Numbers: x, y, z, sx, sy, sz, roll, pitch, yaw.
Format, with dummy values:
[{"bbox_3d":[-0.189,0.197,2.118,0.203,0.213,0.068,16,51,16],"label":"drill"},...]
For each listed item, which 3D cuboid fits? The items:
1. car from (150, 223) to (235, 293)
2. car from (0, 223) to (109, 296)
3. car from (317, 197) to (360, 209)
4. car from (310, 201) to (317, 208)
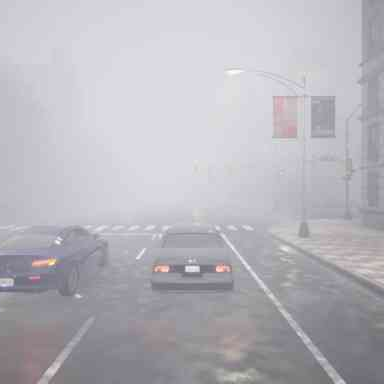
[{"bbox_3d":[0.002,1.547,8.986,2.033,1.411,5.357,0,0,0],"label":"car"},{"bbox_3d":[-3.496,1.526,8.536,1.812,1.442,4.674,0,0,0],"label":"car"},{"bbox_3d":[19.033,1.525,42.749,4.674,1.442,1.812,0,0,0],"label":"car"},{"bbox_3d":[19.011,1.504,46.242,4.892,1.490,1.837,0,0,0],"label":"car"}]
